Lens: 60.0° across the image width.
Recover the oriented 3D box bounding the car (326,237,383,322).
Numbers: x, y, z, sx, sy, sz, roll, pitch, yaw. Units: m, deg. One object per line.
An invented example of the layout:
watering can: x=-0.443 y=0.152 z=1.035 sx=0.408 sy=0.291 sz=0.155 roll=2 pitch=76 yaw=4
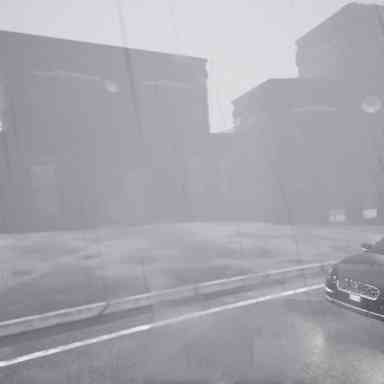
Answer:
car: x=4.778 y=1.457 z=6.544 sx=4.892 sy=1.490 sz=1.837 roll=0 pitch=0 yaw=-28
